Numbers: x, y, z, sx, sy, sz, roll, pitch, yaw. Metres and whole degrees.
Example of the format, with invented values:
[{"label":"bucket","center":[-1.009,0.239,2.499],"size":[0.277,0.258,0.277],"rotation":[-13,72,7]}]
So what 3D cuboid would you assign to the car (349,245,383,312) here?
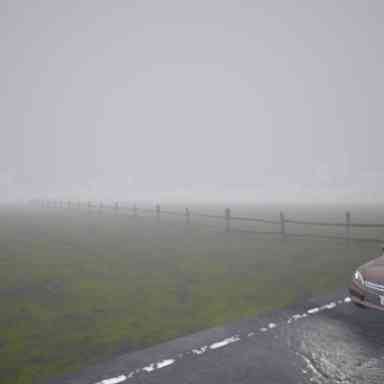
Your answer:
[{"label":"car","center":[5.116,1.535,6.723],"size":[4.674,1.442,1.812],"rotation":[0,0,-35]}]
